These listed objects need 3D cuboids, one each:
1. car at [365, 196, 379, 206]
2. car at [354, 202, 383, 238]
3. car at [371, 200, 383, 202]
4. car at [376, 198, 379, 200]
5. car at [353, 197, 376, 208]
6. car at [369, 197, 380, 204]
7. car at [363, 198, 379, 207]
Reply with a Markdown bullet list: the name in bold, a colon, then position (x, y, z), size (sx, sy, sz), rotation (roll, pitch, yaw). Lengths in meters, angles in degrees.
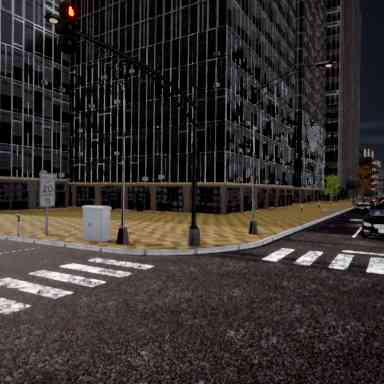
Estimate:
- **car**: position (31.254, 1.542, 57.610), size (1.967, 1.590, 4.097), rotation (1, 0, 31)
- **car**: position (9.886, 1.513, 17.119), size (2.128, 1.511, 4.902), rotation (1, 0, 31)
- **car**: position (14.863, 1.571, 25.360), size (1.812, 1.442, 4.674), rotation (1, 0, 31)
- **car**: position (20.319, 1.551, 34.316), size (1.882, 1.535, 5.008), rotation (1, 0, 31)
- **car**: position (19.780, 1.597, 38.406), size (2.008, 1.369, 4.403), rotation (1, 0, 31)
- **car**: position (36.940, 1.711, 67.245), size (1.802, 1.307, 4.206), rotation (1, 0, 31)
- **car**: position (28.415, 1.639, 52.792), size (2.008, 1.369, 4.403), rotation (1, 0, 31)
